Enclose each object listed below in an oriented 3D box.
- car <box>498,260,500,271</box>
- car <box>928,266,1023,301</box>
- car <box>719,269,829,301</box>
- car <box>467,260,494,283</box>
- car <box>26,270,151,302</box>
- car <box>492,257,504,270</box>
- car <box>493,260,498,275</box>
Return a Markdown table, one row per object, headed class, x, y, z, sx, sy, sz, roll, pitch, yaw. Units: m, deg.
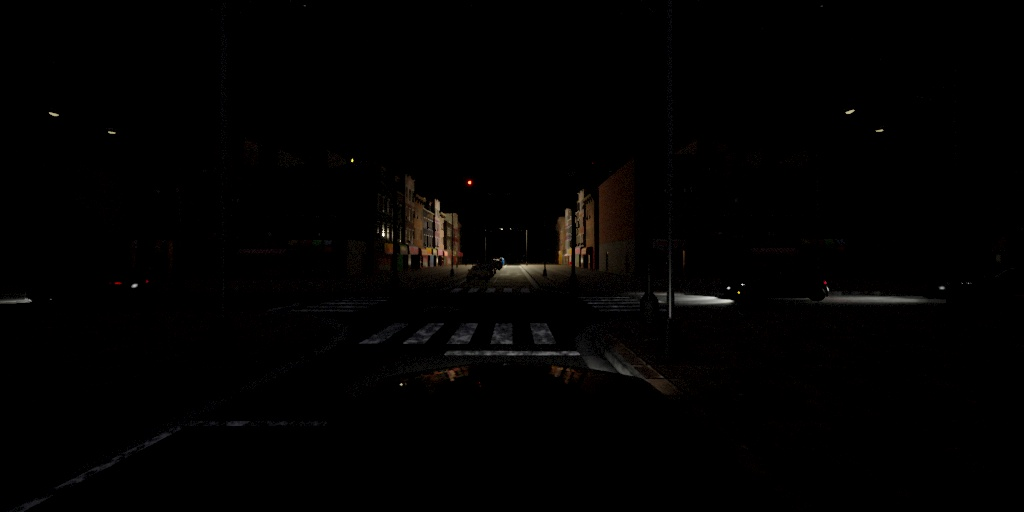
| class | x | y | z | sx | sy | sz | roll | pitch | yaw |
| --- | --- | --- | --- | --- | --- | --- | --- | --- | --- |
| car | -2.616 | 1.369 | 40.066 | 1.802 | 1.307 | 4.207 | 0 | 0 | 0 |
| car | 22.420 | 1.209 | 16.639 | 4.902 | 1.511 | 2.128 | 0 | 0 | 0 |
| car | 12.059 | 1.302 | 16.660 | 4.181 | 1.385 | 1.994 | 0 | 0 | 0 |
| car | -2.622 | 1.294 | 28.686 | 1.751 | 1.417 | 4.829 | 0 | 0 | 0 |
| car | -19.595 | 1.365 | 16.723 | 4.181 | 1.385 | 1.994 | 0 | 0 | 0 |
| car | -2.610 | 1.252 | 51.276 | 1.967 | 1.591 | 4.097 | 0 | 0 | 0 |
| car | -2.619 | 1.322 | 34.461 | 1.888 | 1.381 | 4.507 | 0 | 0 | 0 |
